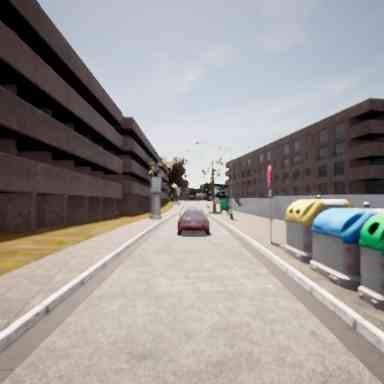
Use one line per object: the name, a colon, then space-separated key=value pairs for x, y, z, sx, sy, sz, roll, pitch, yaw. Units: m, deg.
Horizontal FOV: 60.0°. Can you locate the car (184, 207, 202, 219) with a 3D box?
car: x=0.087 y=2.448 z=39.635 sx=2.033 sy=1.411 sz=5.357 roll=0 pitch=-2 yaw=0

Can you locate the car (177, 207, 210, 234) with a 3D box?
car: x=0.093 y=1.844 z=21.326 sx=1.994 sy=1.385 sz=4.181 roll=0 pitch=-1 yaw=0
